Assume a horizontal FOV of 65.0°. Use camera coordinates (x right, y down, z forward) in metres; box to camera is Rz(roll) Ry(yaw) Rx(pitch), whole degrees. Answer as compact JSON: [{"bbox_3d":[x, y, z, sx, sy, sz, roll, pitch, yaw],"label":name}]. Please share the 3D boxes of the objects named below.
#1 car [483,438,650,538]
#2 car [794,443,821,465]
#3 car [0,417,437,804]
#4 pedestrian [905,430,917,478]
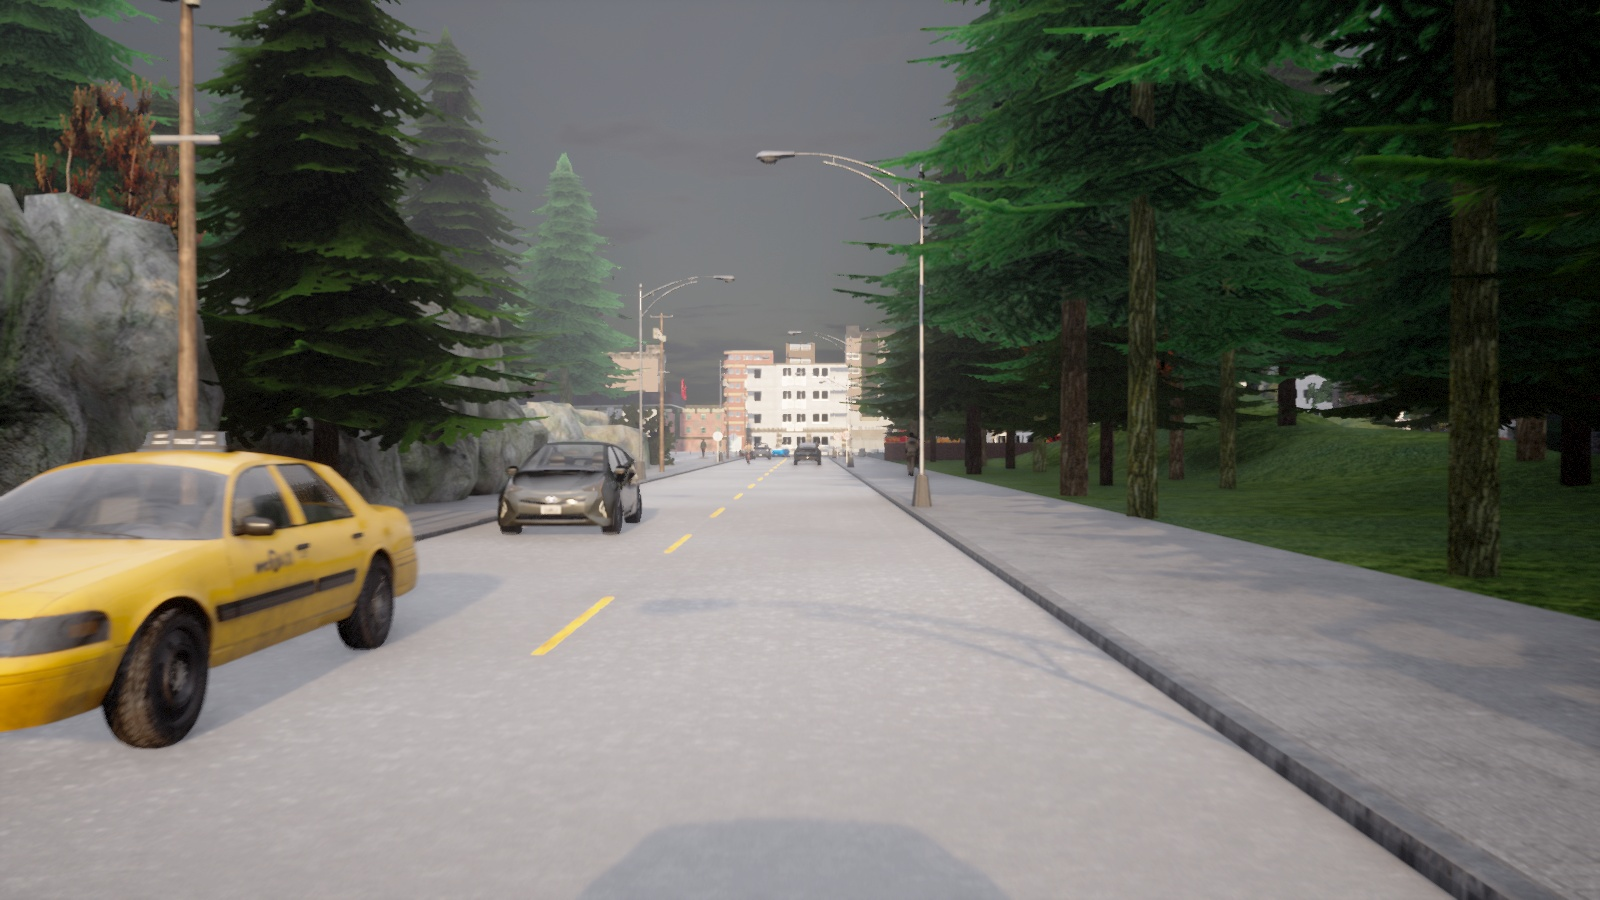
[{"bbox_3d":[-3.859,0.568,21.556,2.007,1.525,4.514,0,0,0],"label":"car"},{"bbox_3d":[0.508,0.264,86.403,1.837,1.490,4.892,0,0,0],"label":"car"},{"bbox_3d":[-3.939,0.638,7.790,1.801,1.575,5.366,0,0,0],"label":"car"},{"bbox_3d":[4.558,0.170,51.405,0.396,1.930,0.692,0,0,-2],"label":"pedestrian"}]
